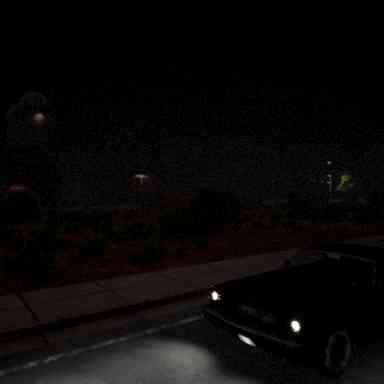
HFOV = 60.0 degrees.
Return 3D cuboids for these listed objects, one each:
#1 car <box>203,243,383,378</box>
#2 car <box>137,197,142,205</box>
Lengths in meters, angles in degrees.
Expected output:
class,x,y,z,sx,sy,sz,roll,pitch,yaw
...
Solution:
class,x,y,z,sx,sy,sz,roll,pitch,yaw
car,2.500,1.640,5.701,4.718,1.301,1.895,0,-1,-36
car,-10.720,1.888,73.737,1.905,1.878,3.866,5,2,7
